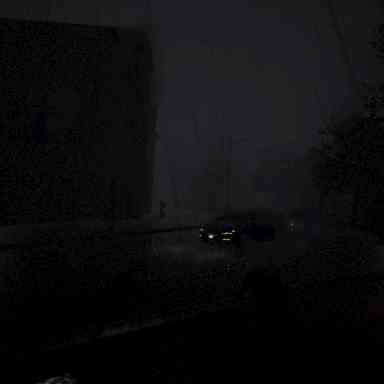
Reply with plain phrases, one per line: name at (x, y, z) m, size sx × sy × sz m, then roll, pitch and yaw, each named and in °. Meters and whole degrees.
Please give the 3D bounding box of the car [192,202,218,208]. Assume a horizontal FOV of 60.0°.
car at (2.329, 2.427, 55.338) m, size 4.553 × 1.767 × 2.097 m, roll 3°, pitch -2°, yaw 25°

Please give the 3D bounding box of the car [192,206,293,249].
car at (2.381, 1.497, 14.739) m, size 1.837 × 1.490 × 4.892 m, roll 1°, pitch 1°, yaw 43°

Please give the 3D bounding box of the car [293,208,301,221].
car at (11.636, 2.563, 38.991) m, size 2.128 × 1.511 × 4.902 m, roll 2°, pitch -2°, yaw 26°
